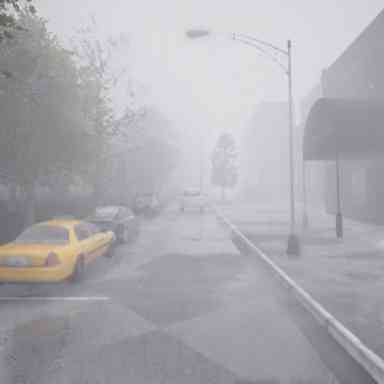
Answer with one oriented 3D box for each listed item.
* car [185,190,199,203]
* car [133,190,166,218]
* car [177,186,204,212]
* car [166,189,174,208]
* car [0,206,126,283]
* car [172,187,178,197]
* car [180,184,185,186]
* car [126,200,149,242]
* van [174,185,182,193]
[{"bbox_3d":[0.031,0.611,45.338,1.837,1.490,4.892,0,2,1],"label":"car"},{"bbox_3d":[-3.656,0.991,26.559,2.185,1.767,4.553,0,2,2],"label":"car"},{"bbox_3d":[-0.002,0.715,31.693,2.150,2.045,5.566,0,2,0],"label":"car"},{"bbox_3d":[-3.655,0.803,37.725,2.231,1.521,4.892,0,2,2],"label":"car"},{"bbox_3d":[-3.631,1.446,9.688,1.946,1.575,5.366,1,1,2],"label":"car"},{"bbox_3d":[-3.648,0.475,49.054,1.946,1.575,5.366,0,2,2],"label":"car"},{"bbox_3d":[-3.657,-0.758,82.301,2.435,2.045,5.566,0,2,2],"label":"car"},{"bbox_3d":[-3.635,1.387,15.428,2.231,1.521,4.892,1,1,2],"label":"car"},{"bbox_3d":[-3.654,-0.900,87.958,1.878,1.987,4.442,0,2,2],"label":"van"}]
